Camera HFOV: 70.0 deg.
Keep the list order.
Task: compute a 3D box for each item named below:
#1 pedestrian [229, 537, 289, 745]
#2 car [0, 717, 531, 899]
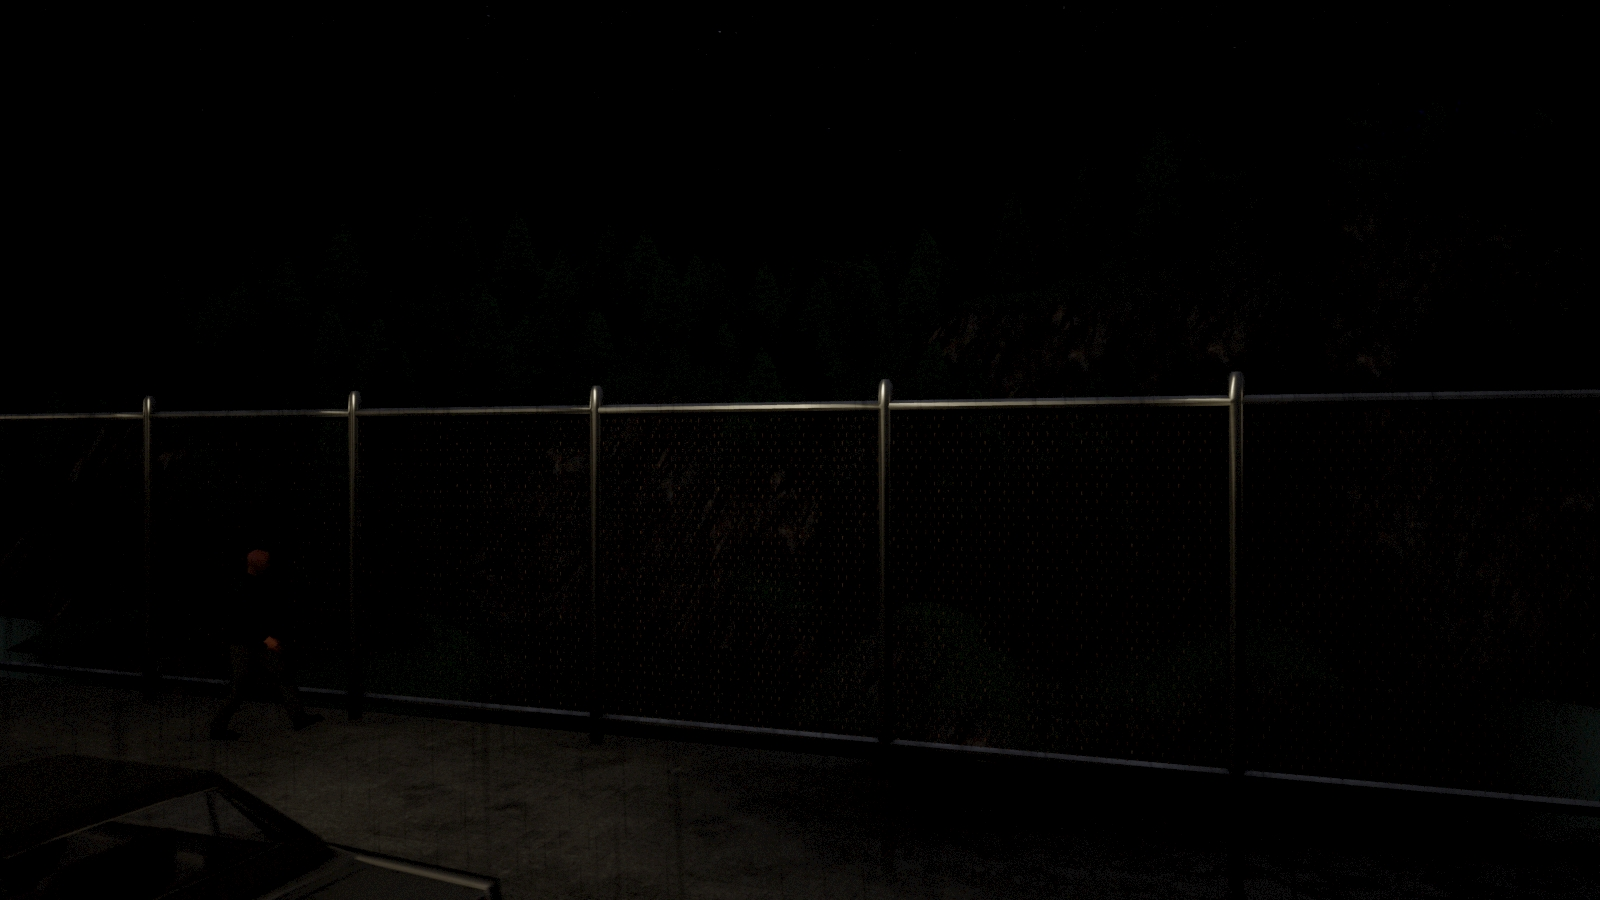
[{"bbox_3d":[-4.994,1.748,10.556,0.375,1.860,0.375,0,0,-2],"label":"pedestrian"},{"bbox_3d":[-3.781,2.157,5.169,4.718,1.301,1.895,0,0,20],"label":"car"}]
